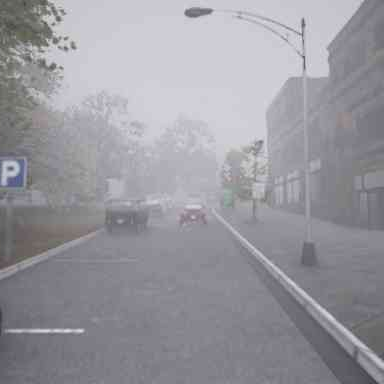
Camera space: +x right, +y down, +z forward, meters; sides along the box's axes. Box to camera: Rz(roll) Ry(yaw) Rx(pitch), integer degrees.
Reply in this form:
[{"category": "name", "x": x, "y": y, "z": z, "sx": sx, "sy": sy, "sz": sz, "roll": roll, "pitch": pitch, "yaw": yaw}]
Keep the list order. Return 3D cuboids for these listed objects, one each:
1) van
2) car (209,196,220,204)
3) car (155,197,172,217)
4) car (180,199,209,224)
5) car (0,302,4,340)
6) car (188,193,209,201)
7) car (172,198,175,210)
[{"category": "van", "x": -3.633, "y": 1.261, "z": 19.500, "sx": 1.878, "sy": 1.987, "sz": 4.442, "roll": 1, "pitch": 0, "yaw": 2}, {"category": "car", "x": 3.391, "y": 1.490, "z": 63.716, "sx": 2.231, "sy": 1.521, "sz": 4.892, "roll": -2, "pitch": -1, "yaw": 29}, {"category": "car", "x": -3.414, "y": 1.460, "z": 30.754, "sx": 2.231, "sy": 1.521, "sz": 4.892, "roll": 0, "pitch": 0, "yaw": 2}, {"category": "car", "x": 0.092, "y": 1.517, "z": 24.729, "sx": 1.812, "sy": 1.442, "sz": 4.674, "roll": 0, "pitch": 0, "yaw": 0}, {"category": "car", "x": -3.648, "y": 1.515, "z": 2.696, "sx": 2.163, "sy": 1.488, "sz": 4.792, "roll": 0, "pitch": 0, "yaw": 2}, {"category": "car", "x": 0.611, "y": 1.110, "z": 42.564, "sx": 2.150, "sy": 2.045, "sz": 5.566, "roll": 0, "pitch": 0, "yaw": 5}, {"category": "car", "x": -3.414, "y": 1.306, "z": 36.462, "sx": 2.185, "sy": 1.767, "sz": 4.553, "roll": -1, "pitch": 1, "yaw": 2}]
